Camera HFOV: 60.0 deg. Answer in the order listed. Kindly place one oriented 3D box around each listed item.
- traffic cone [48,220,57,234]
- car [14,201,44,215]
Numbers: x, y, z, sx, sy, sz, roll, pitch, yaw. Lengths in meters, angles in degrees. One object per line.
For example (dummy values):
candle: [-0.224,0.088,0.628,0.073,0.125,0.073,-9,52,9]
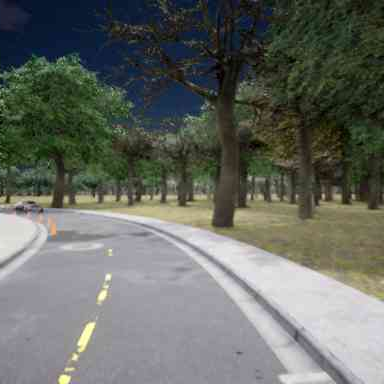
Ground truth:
traffic cone: [-7.817,2.059,18.810,0.340,0.580,0.340,0,0,-23]
car: [-18.034,1.676,36.675,4.674,1.442,1.812,0,0,43]
